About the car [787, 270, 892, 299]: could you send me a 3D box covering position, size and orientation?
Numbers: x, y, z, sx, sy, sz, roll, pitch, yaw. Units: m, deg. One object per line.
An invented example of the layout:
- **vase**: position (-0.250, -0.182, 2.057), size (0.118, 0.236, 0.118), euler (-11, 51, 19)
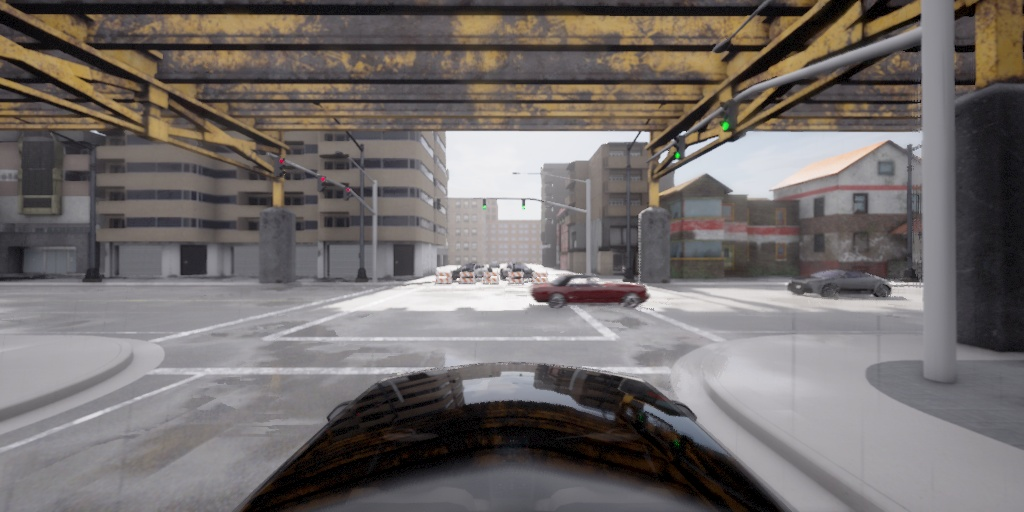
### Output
- **car**: position (16.760, 1.407, 18.481), size (4.181, 1.385, 1.994), euler (0, 0, 0)

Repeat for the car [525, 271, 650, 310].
- **car**: position (3.052, 1.431, 14.660), size (4.718, 1.301, 1.895), euler (0, 0, -1)
